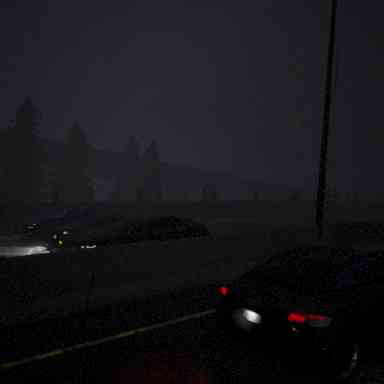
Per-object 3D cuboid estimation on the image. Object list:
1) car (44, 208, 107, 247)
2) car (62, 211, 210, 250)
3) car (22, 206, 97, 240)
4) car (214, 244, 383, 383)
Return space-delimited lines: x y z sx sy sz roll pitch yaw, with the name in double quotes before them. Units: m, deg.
"car" -3.746 1.577 14.218 4.181 1.385 1.994 0 0 -36
"car" -1.614 1.518 11.440 4.892 1.490 1.837 0 0 -36
"car" -5.883 1.491 16.993 5.008 1.535 1.882 0 0 -36
"car" 2.402 1.577 5.460 4.181 1.385 1.994 0 0 -36
